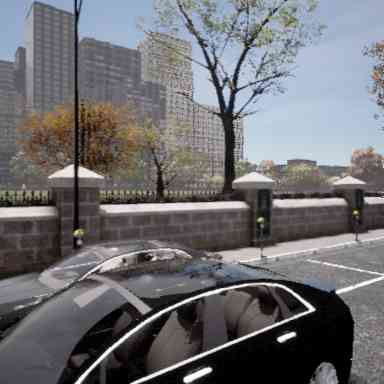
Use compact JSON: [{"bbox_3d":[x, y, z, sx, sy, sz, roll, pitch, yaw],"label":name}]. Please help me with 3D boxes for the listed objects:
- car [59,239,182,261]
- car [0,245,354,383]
[{"bbox_3d":[-1.331,1.545,5.606,4.403,1.369,2.008,0,0,-35],"label":"car"},{"bbox_3d":[-0.417,1.501,3.080,4.892,1.490,1.837,0,0,-35],"label":"car"}]
